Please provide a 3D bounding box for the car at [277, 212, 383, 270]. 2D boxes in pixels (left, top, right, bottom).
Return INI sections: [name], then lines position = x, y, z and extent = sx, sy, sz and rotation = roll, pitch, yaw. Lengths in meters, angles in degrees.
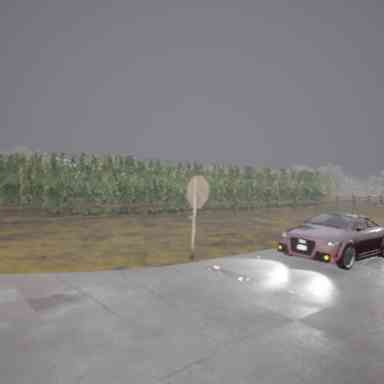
[car]
position = 4.564, 1.362, 10.460
extent = 4.181, 1.385, 1.994
rotation = 1, 3, -40
